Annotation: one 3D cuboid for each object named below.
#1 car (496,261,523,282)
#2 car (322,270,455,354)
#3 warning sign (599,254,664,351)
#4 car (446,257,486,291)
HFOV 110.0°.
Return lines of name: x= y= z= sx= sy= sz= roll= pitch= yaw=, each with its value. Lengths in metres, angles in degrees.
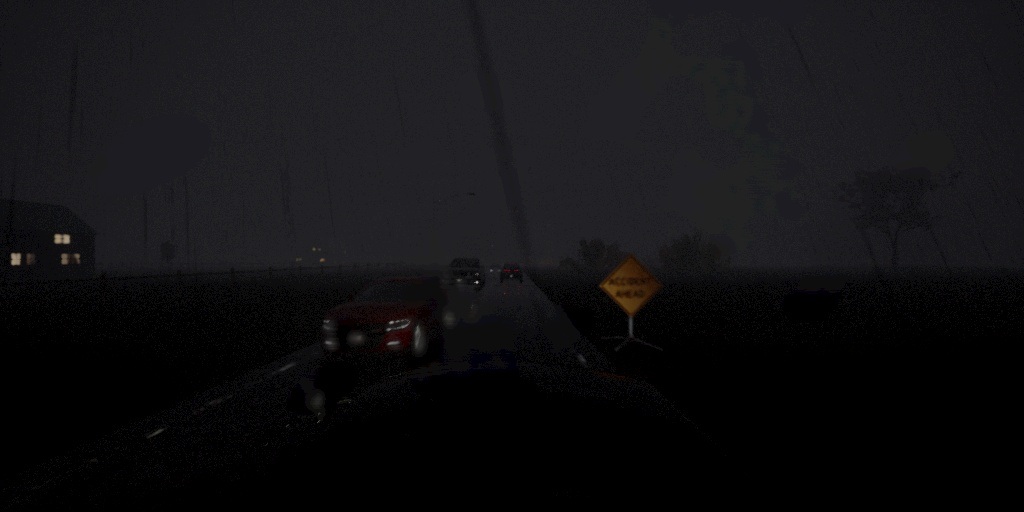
car: x=-0.048 y=1.402 z=31.025 sx=2.128 sy=1.511 sz=4.902 roll=0 pitch=0 yaw=0
car: x=-2.878 y=1.282 z=9.158 sx=1.882 sy=1.535 sz=5.008 roll=0 pitch=0 yaw=0
warning sign: x=2.435 y=0.883 z=7.362 sx=1.300 sy=1.860 sz=1.060 roll=0 pitch=0 yaw=0
car: x=-2.940 y=1.105 z=23.362 sx=2.150 sy=2.045 sz=5.566 roll=0 pitch=0 yaw=0
